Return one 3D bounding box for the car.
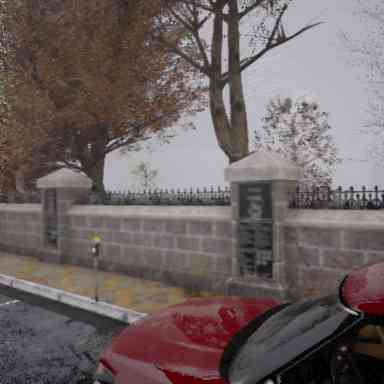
[{"bbox_3d":[1.547,1.311,1.778,5.009,1.841,2.192,-1,-1,36],"label":"car"}]
